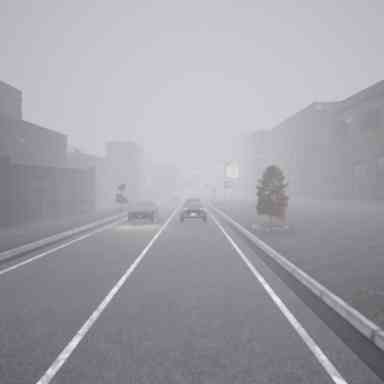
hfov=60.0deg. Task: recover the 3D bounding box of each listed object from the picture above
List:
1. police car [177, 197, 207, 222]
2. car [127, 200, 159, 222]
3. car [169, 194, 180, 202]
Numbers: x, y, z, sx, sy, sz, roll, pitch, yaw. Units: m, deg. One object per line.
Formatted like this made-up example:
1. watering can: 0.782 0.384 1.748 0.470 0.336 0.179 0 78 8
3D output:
1. police car: 0.095 1.382 25.518 2.038 1.542 4.974 0 0 0
2. car: -3.580 1.358 25.105 1.882 1.535 5.008 0 0 0
3. car: -3.440 1.243 66.190 1.837 1.490 4.892 0 0 0
